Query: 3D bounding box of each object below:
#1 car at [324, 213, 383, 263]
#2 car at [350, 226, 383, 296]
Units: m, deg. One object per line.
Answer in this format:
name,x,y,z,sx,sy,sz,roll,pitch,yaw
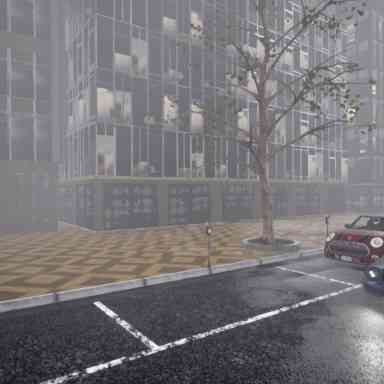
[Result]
car,6.183,1.439,10.985,4.097,1.590,1.967,0,0,-36
car,6.078,1.546,7.598,5.357,1.411,2.033,0,0,-36
